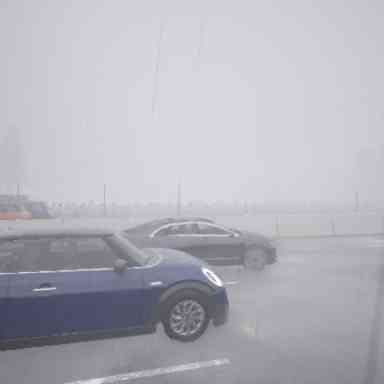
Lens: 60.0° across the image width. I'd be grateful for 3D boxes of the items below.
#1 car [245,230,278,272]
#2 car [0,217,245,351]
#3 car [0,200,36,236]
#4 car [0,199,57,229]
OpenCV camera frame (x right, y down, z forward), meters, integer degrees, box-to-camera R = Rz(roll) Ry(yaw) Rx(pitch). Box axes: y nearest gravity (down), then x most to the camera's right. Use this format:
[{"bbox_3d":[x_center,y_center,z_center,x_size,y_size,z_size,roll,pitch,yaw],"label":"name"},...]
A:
[{"bbox_3d":[0.101,1.493,9.691,4.902,1.511,2.128,0,0,-17],"label":"car"},{"bbox_3d":[-1.706,1.352,5.501,4.553,1.767,2.097,0,0,-17],"label":"car"},{"bbox_3d":[-10.922,1.352,17.570,4.553,1.767,2.097,0,0,-17],"label":"car"},{"bbox_3d":[-11.153,1.352,21.154,4.553,1.767,2.097,0,0,-17],"label":"car"}]
